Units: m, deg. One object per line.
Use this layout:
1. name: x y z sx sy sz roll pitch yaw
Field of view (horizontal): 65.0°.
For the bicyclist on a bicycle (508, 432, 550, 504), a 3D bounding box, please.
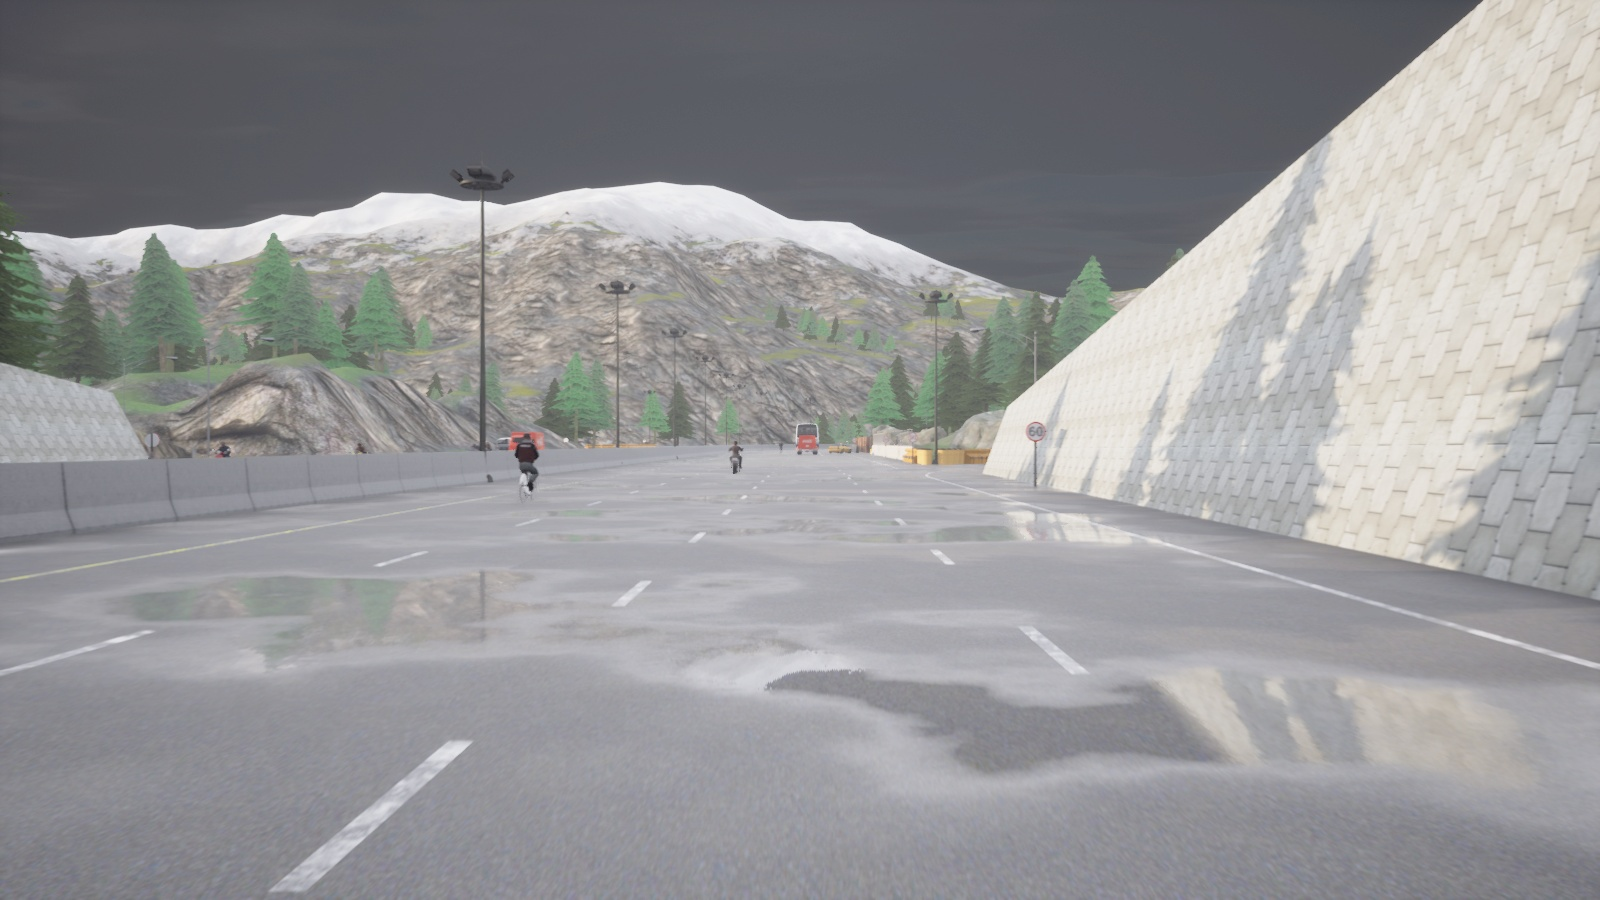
1. bicyclist on a bicycle: -6.805 0.433 31.632 0.659 1.776 1.843 0 1 0
